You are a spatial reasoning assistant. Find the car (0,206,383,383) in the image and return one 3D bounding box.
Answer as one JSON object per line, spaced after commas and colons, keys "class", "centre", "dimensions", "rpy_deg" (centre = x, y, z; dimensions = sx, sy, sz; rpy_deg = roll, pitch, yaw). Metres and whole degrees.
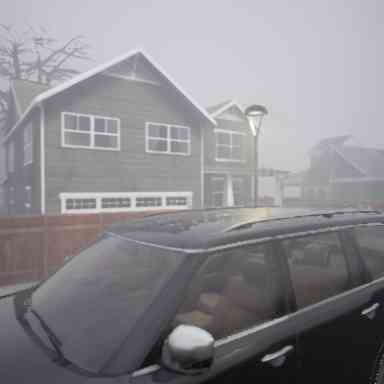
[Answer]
{"class": "car", "centre": [0.040, 1.213, 3.002], "dimensions": [5.566, 2.045, 2.150], "rpy_deg": [-1, 1, -35]}
